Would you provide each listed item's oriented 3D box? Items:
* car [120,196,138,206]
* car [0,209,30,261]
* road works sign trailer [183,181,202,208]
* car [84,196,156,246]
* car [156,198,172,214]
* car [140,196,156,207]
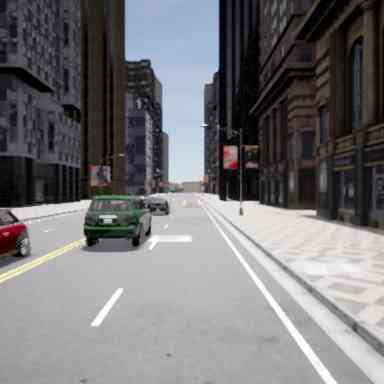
[{"bbox_3d":[-9.813,1.358,52.151,1.812,1.442,4.674,0,0,0],"label":"car"},{"bbox_3d":[-6.600,1.317,9.506,2.097,1.767,4.553,0,0,0],"label":"car"},{"bbox_3d":[0.006,0.313,46.076,2.380,3.560,2.880,0,0,0],"label":"road works sign trailer"},{"bbox_3d":[-3.148,1.167,15.119,2.150,2.045,5.566,0,0,0],"label":"car"},{"bbox_3d":[-3.146,1.389,33.178,1.837,1.490,4.892,0,0,0],"label":"car"},{"bbox_3d":[-6.569,1.364,49.969,1.812,1.442,4.674,0,0,0],"label":"car"}]
